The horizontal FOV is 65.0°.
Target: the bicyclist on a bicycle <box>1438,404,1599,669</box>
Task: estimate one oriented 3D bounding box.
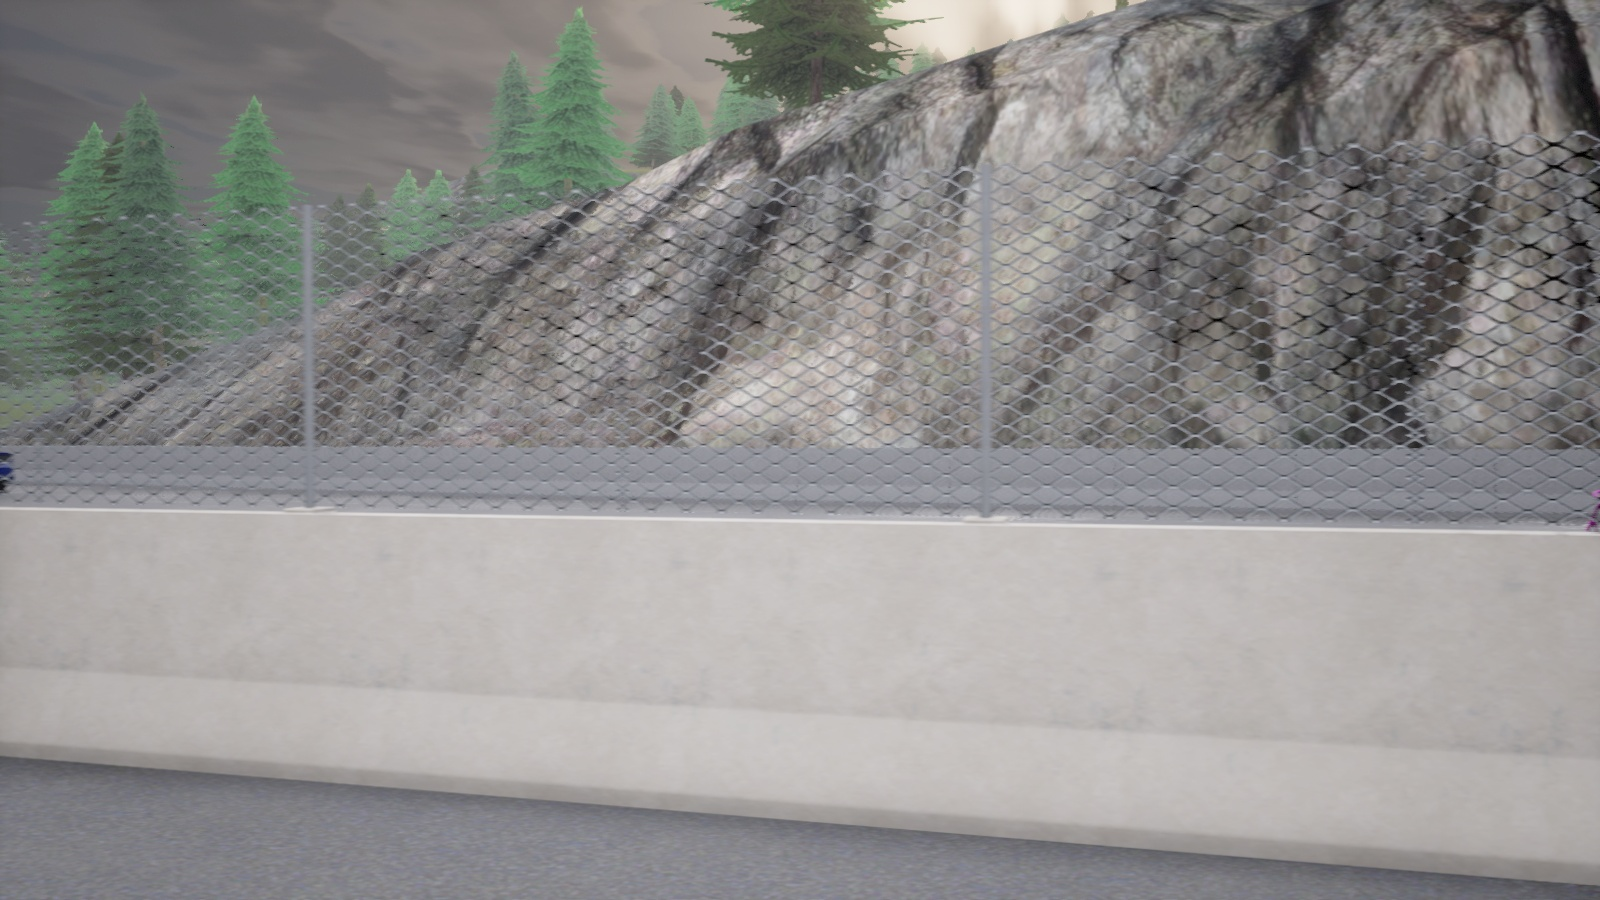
[{"bbox_3d":[5.533,0.580,8.737,1.843,1.776,0.659,1,1,18],"label":"bicyclist on a bicycle"}]

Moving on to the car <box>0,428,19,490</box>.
[{"bbox_3d":[-22.262,0.215,31.856,5.008,1.535,1.882,1,1,28],"label":"car"}]
